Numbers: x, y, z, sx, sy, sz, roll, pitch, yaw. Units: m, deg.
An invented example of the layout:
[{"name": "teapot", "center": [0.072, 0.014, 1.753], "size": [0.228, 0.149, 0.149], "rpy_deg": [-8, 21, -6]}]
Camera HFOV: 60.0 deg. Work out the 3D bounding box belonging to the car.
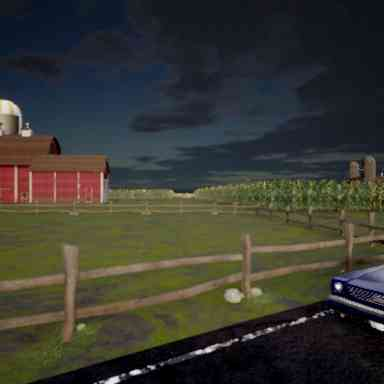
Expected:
[{"name": "car", "center": [4.581, 1.647, 5.965], "size": [4.718, 1.301, 1.895], "rpy_deg": [1, 0, -32]}]
